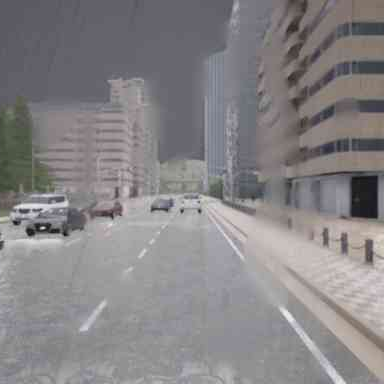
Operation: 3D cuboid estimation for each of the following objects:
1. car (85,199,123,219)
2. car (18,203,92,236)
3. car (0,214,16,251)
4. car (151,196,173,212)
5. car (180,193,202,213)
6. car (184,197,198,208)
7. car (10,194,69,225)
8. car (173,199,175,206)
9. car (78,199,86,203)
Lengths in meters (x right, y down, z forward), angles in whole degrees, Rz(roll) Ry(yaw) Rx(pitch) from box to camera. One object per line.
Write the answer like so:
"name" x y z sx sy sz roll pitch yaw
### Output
"car" -7.165 1.428 28.373 1.882 1.535 5.008 0 0 0
"car" -7.153 1.534 17.915 1.994 1.385 4.181 0 0 0
"car" -7.127 1.534 8.708 2.033 1.411 5.357 0 0 0
"car" -3.524 1.496 37.730 1.994 1.385 4.181 0 0 0
"car" -0.114 1.157 35.696 2.150 2.045 5.566 0 0 0
"car" -0.123 1.437 48.546 1.812 1.442 4.674 0 0 0
"car" -10.661 1.181 23.843 2.150 2.045 5.566 0 0 1
"car" -3.625 1.389 48.928 1.882 1.535 5.008 0 0 0
"car" -10.647 1.433 34.077 2.128 1.511 4.902 0 0 0
